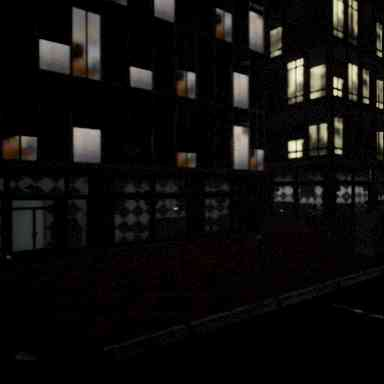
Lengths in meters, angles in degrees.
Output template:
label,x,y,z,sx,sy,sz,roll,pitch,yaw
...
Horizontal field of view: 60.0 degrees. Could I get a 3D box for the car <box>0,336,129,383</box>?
label,x,y,z,sx,sy,sz,roll,pitch,yaw
car,-2.276,1.580,1.253,4.313,1.339,1.947,-1,1,-35
